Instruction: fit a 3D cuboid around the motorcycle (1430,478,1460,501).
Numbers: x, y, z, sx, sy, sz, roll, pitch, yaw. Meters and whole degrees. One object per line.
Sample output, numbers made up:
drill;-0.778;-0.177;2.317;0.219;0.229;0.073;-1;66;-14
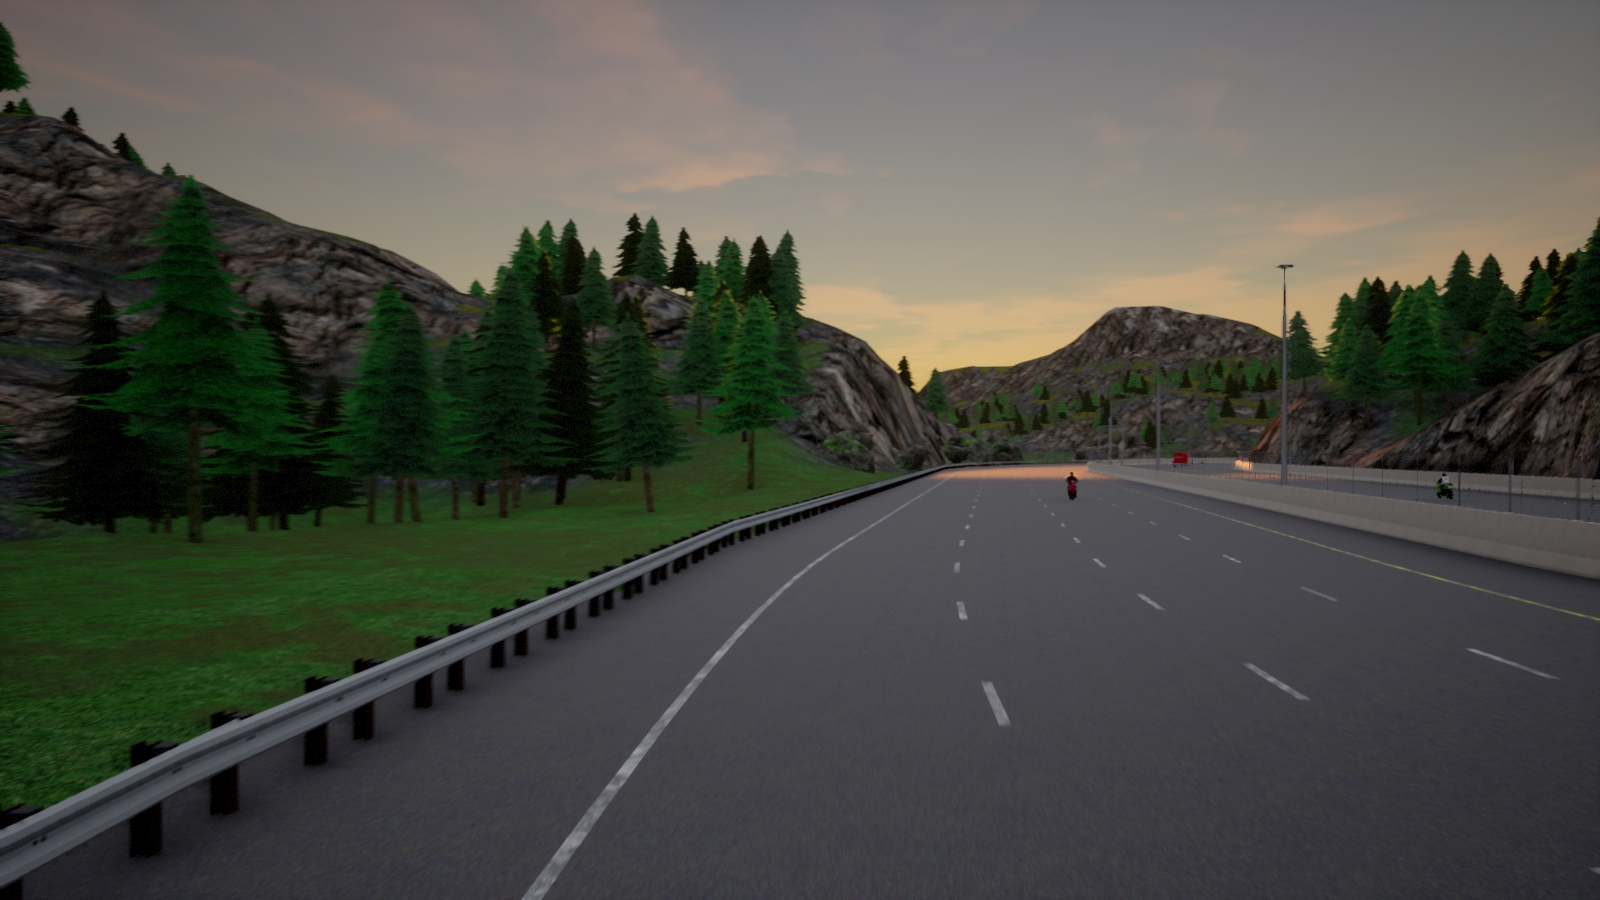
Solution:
motorcycle;36.709;2.235;65.044;0.803;1.217;2.033;0;0;10

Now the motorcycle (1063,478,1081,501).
motorcycle;15.206;2.206;63.845;0.856;1.236;1.805;0;0;10
